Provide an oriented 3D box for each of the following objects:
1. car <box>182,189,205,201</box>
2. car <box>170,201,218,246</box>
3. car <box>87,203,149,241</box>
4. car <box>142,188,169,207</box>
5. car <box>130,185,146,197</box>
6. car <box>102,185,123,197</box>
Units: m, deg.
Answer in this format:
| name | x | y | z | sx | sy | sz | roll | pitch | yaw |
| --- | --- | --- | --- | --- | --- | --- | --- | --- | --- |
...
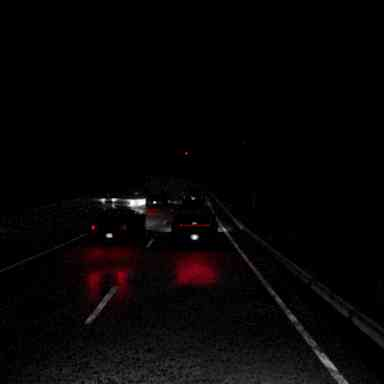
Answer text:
| name | x | y | z | sx | sy | sz | roll | pitch | yaw |
| --- | --- | --- | --- | --- | --- | --- | --- | --- | --- |
| car | 0.104 | 0.490 | 31.243 | 2.097 | 1.767 | 4.553 | 0 | 3 | 0 |
| car | 0.101 | 1.378 | 14.650 | 1.837 | 1.490 | 4.892 | 0 | 1 | 0 |
| car | -3.398 | 1.454 | 15.903 | 1.895 | 1.301 | 4.718 | 0 | 1 | 0 |
| car | -3.394 | 0.556 | 32.696 | 1.837 | 1.490 | 4.892 | 0 | 3 | 0 |
| car | -6.993 | -0.110 | 44.292 | 2.128 | 1.511 | 4.902 | 0 | 3 | 0 |
| car | -10.493 | -0.179 | 44.288 | 2.033 | 1.411 | 5.357 | 0 | 3 | 0 |
